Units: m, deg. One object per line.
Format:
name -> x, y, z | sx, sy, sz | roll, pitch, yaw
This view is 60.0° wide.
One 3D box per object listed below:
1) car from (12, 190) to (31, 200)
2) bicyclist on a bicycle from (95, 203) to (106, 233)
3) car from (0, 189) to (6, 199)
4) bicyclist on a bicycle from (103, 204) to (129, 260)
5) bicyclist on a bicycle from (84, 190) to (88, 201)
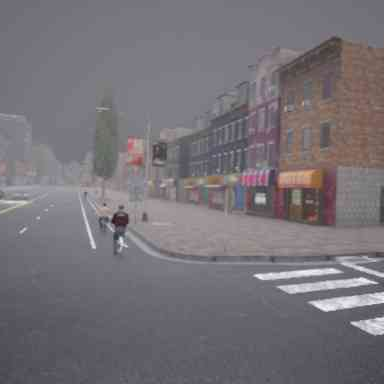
car -> -24.614, 0.445, 48.124 | 1.895, 1.301, 4.718 | 2, 1, -19
bicyclist on a bicycle -> -4.486, 1.337, 16.958 | 0.866, 1.612, 1.509 | 2, 0, -19
car -> -27.690, 0.303, 47.083 | 1.994, 1.385, 4.181 | 2, 1, -19
bicyclist on a bicycle -> -2.420, 1.295, 11.057 | 0.659, 1.776, 1.843 | 4, -3, -19
bicyclist on a bicycle -> -16.033, 0.518, 50.103 | 0.659, 1.776, 1.843 | 2, 1, -19
